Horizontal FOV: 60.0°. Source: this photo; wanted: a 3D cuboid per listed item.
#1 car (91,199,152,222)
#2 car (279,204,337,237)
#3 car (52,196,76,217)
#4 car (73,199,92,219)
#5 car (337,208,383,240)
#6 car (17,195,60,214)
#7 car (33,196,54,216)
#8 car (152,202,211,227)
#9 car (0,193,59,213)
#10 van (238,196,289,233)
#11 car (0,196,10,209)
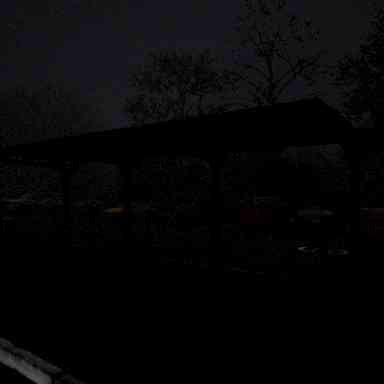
[{"bbox_3d":[-4.781,1.413,25.813,1.946,1.575,5.366,0,0,35],"label":"car"},{"bbox_3d":[6.653,1.526,17.948,2.002,1.452,4.674,0,0,35],"label":"car"},{"bbox_3d":[-9.201,1.389,29.175,2.231,1.521,4.892,0,0,35],"label":"car"},{"bbox_3d":[-6.923,1.432,27.591,2.163,1.488,4.792,0,0,35],"label":"car"},{"bbox_3d":[8.920,1.500,16.342,2.097,1.535,5.008,0,0,35],"label":"car"},{"bbox_3d":[-13.734,1.360,32.380,2.097,1.535,5.008,0,0,35],"label":"car"},{"bbox_3d":[-11.468,1.374,30.777,2.097,1.535,5.008,0,0,35],"label":"car"},{"bbox_3d":[-0.158,1.473,22.734,2.163,1.488,4.792,0,0,35],"label":"car"},{"bbox_3d":[-16.019,1.095,33.955,2.435,2.045,5.566,0,0,35],"label":"car"},{"bbox_3d":[4.458,1.246,19.647,1.878,1.987,4.442,0,0,35],"label":"van"},{"bbox_3d":[-25.083,1.308,40.366,2.163,1.488,4.792,1,0,35],"label":"car"}]
